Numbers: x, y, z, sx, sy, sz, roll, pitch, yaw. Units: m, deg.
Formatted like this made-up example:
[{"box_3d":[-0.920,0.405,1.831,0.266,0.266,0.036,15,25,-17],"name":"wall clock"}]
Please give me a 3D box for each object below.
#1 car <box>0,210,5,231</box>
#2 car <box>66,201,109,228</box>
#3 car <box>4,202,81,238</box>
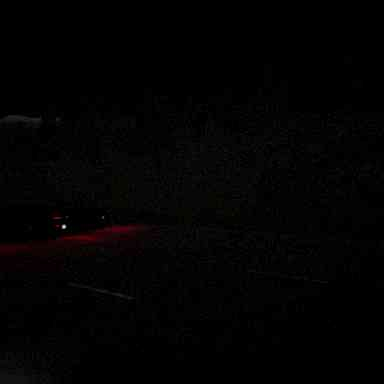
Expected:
[{"box_3d":[-10.293,1.461,13.612,4.718,1.301,1.895,0,0,22],"name":"car"},{"box_3d":[-7.367,1.288,19.851,5.008,1.535,1.882,0,0,22],"name":"car"},{"box_3d":[-8.183,1.345,16.437,4.892,1.490,1.837,1,0,23],"name":"car"}]
